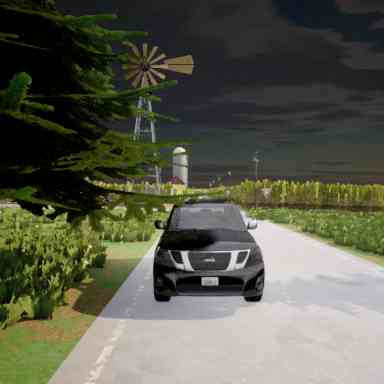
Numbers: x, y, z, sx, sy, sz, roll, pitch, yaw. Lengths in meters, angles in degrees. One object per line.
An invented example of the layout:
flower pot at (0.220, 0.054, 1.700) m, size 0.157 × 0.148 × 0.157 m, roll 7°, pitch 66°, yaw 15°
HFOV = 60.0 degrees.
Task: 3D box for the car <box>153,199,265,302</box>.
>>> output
car at (0.333, 1.221, 8.623) m, size 2.150 × 2.045 × 5.566 m, roll 0°, pitch 0°, yaw 0°
